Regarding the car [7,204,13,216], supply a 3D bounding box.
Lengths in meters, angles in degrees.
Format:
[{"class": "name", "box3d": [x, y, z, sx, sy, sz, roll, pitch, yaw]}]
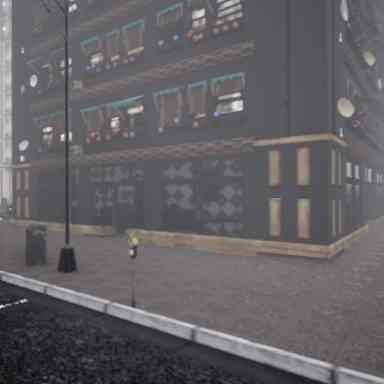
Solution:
[{"class": "car", "box3d": [-12.238, 1.295, 26.313, 1.947, 1.339, 4.313, 1, 1, 35]}]
